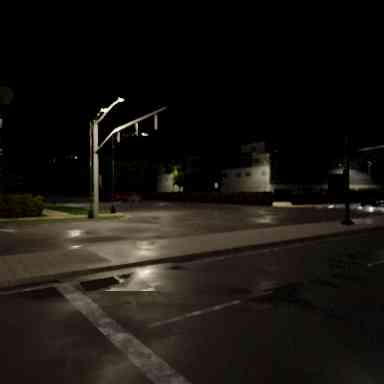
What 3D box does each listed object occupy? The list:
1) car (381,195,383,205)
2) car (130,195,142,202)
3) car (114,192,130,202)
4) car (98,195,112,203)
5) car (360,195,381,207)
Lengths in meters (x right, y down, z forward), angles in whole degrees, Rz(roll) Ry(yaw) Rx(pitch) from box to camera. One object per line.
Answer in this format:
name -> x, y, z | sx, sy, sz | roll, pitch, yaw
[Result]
car -> 25.963, 1.045, 41.226 | 4.553, 1.767, 2.097 | 0, 0, -34
car -> -12.076, 1.314, 69.575 | 1.812, 1.442, 4.674 | 0, 0, -34
car -> -15.204, 1.037, 67.953 | 2.150, 2.045, 5.566 | 0, 0, -34
car -> -17.963, 1.401, 65.804 | 1.994, 1.385, 4.181 | 0, 0, -34
car -> 24.443, 1.194, 44.411 | 4.892, 1.490, 1.837 | 0, 0, -34
